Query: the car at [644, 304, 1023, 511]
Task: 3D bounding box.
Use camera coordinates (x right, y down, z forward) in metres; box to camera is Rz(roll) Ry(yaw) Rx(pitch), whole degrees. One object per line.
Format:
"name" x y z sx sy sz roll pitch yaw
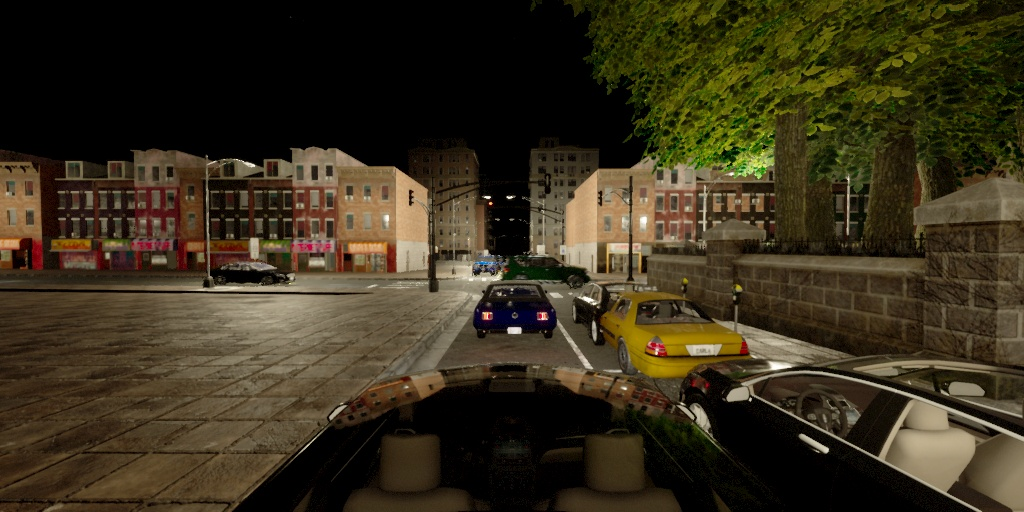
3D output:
"car" 2.637 1.300 2.146 2.007 1.370 4.403 0 0 0

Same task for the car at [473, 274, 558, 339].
"car" 0.076 1.348 10.086 1.895 1.301 4.718 0 0 0

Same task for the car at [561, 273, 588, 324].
"car" 2.662 1.298 9.281 2.007 1.370 4.403 0 0 0

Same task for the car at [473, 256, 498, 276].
"car" -2.744 0.978 37.261 2.150 2.045 5.566 0 0 0

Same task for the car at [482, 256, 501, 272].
"car" -2.645 0.988 47.873 2.150 2.045 5.566 0 0 1

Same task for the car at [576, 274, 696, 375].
"car" 2.687 1.273 7.307 1.751 1.417 4.829 0 0 0

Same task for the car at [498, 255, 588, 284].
"car" 2.088 1.010 22.700 5.566 2.045 2.150 0 1 0

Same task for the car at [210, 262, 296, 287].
"car" -16.429 1.143 22.751 4.902 1.511 2.128 1 1 0
